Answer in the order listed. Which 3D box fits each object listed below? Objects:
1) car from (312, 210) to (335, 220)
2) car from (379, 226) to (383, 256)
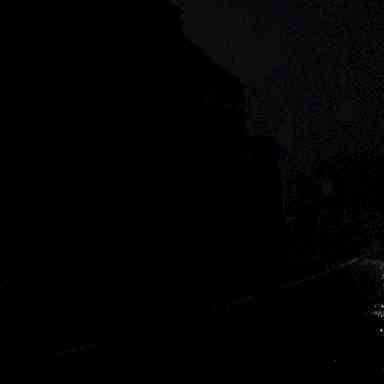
[{"bbox_3d":[21.238,3.711,53.957,1.882,1.535,5.008,-1,-4,-5],"label":"car"},{"bbox_3d":[8.972,1.758,13.496,1.837,1.490,4.892,0,-2,37],"label":"car"}]
